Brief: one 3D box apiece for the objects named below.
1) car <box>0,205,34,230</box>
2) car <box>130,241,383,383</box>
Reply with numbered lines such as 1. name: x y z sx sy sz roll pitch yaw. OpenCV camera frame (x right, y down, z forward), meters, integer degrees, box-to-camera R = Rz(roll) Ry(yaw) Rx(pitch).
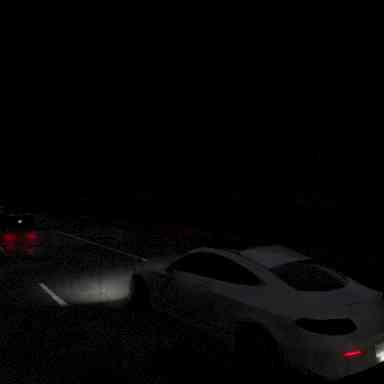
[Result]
1. car: -11.893 1.596 22.088 2.128 1.511 4.902 0 0 -37
2. car: 0.676 1.540 5.465 1.812 1.442 4.674 0 0 -37
